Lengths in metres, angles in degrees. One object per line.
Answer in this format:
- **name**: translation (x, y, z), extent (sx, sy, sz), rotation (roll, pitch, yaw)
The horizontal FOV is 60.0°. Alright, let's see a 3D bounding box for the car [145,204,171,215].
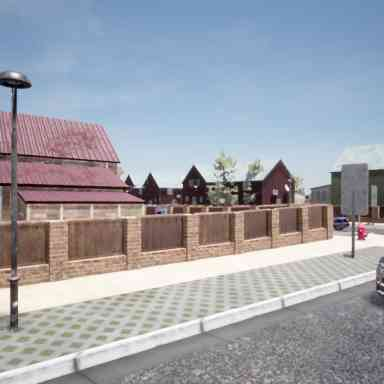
- **car**: translation (-3.146, 2.204, 38.111), extent (2.097, 1.767, 4.553), rotation (1, -2, -36)

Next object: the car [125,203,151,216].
- **car**: translation (-8.236, 2.620, 50.186), extent (2.097, 1.767, 4.553), rotation (1, -2, -35)

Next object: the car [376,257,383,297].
- **car**: translation (5.897, 1.494, 7.270), extent (4.902, 1.511, 2.128), rotation (0, 0, -35)

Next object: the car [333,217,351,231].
- **car**: translation (8.092, 1.919, 22.510), extent (1.895, 1.301, 4.718), rotation (1, -2, -36)
